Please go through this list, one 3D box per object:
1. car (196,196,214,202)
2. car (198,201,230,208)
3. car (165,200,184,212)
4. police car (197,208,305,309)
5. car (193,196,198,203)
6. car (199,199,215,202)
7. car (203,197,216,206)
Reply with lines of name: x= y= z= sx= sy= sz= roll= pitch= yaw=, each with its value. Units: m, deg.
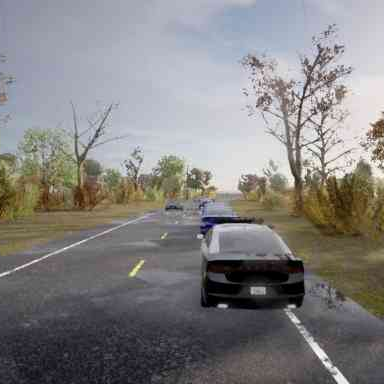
car: x=2.041 y=1.602 z=46.574 sx=1.812 sy=1.442 sz=4.674 roll=0 pitch=0 yaw=6
car: x=1.408 y=1.485 z=17.923 sx=1.882 sy=1.535 sz=5.008 roll=0 pitch=0 yaw=2
car: x=-2.059 y=1.616 z=40.115 sx=1.994 sy=1.385 sz=4.181 roll=0 pitch=0 yaw=4
police car: x=1.144 y=1.427 z=8.081 sx=1.930 sy=1.638 sz=5.238 roll=0 pitch=0 yaw=1
car: x=1.272 y=1.697 z=73.436 sx=2.128 sy=1.511 sz=4.902 roll=0 pitch=0 yaw=7
car: x=1.644 y=1.491 z=23.892 sx=1.882 sy=1.535 sz=5.008 roll=0 pitch=0 yaw=3
car: x=3.202 y=1.633 z=60.356 sx=2.128 sy=1.511 sz=4.902 roll=0 pitch=0 yaw=6
